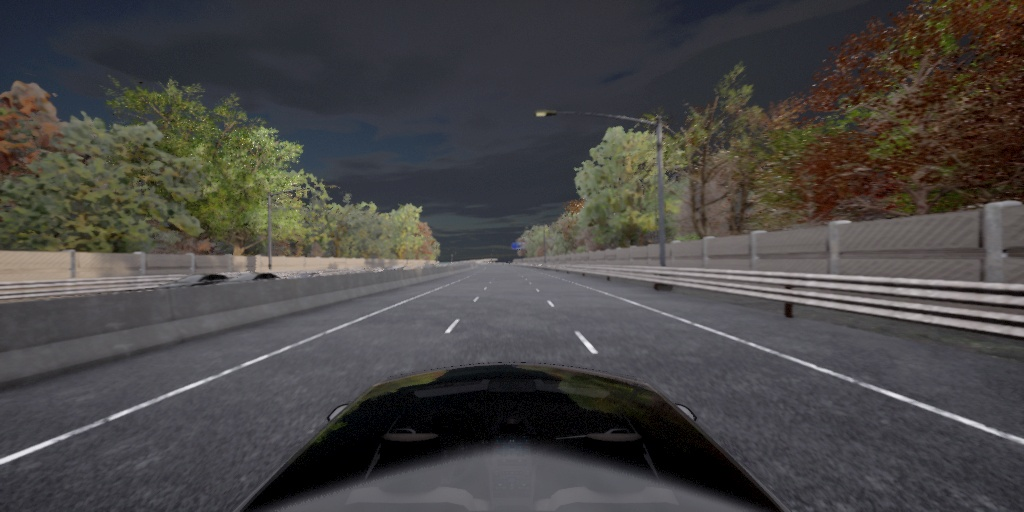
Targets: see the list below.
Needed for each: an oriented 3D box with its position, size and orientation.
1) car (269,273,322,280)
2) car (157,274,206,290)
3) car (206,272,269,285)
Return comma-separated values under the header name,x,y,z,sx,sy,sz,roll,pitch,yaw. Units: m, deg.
name,x,y,z,sx,sy,sz,roll,pitch,yaw
car,-14.231,1.876,24.742,1.994,1.385,4.181,-1,-1,0
car,-21.227,1.964,24.349,1.837,1.490,4.892,-1,-1,0
car,-17.730,1.890,24.485,1.837,1.490,4.892,-1,-1,-1
